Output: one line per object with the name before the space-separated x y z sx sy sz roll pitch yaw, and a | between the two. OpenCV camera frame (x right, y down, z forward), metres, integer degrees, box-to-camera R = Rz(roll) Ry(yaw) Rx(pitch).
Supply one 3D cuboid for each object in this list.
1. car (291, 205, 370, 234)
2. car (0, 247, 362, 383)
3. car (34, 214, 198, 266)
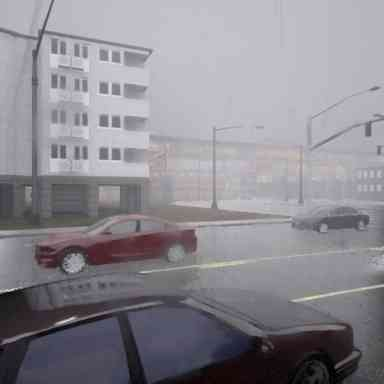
car | 7.985 1.517 19.138 4.892 1.490 1.837 0 0 -24
car | -0.716 1.548 3.060 5.357 1.411 2.033 0 0 -34
car | -2.210 1.477 10.502 5.008 1.535 1.882 0 0 -29
